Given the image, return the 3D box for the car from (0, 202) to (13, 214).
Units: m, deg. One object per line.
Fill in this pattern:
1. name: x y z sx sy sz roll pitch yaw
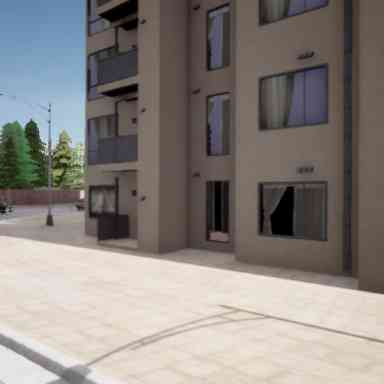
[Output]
1. car: -18.693 1.390 30.486 1.837 1.490 4.892 -1 0 10

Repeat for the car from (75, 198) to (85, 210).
1. car: -11.383 1.380 39.073 2.128 1.511 4.902 0 0 31
